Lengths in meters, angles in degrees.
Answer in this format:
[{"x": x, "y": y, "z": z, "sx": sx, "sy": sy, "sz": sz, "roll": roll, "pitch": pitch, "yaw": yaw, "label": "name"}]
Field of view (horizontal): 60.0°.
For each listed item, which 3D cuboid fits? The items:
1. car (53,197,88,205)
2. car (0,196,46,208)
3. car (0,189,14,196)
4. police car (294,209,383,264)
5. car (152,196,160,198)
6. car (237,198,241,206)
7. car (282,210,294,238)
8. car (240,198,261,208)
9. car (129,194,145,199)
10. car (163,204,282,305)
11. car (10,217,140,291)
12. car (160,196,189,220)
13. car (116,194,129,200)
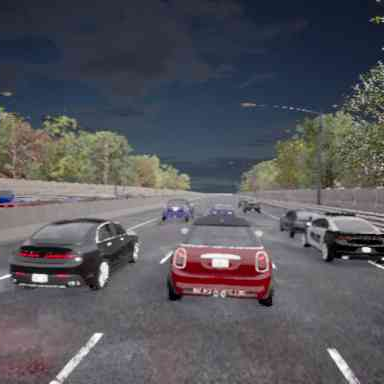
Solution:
[{"x": -11.394, "y": 1.221, "z": 31.491, "sx": 2.128, "sy": 1.511, "sz": 4.902, "roll": 1, "pitch": 0, "yaw": 5, "label": "car"}, {"x": -15.090, "y": 1.233, "z": 29.573, "sx": 1.895, "sy": 1.301, "sz": 4.718, "roll": 1, "pitch": 0, "yaw": 5, "label": "car"}, {"x": -18.523, "y": 0.765, "z": 30.338, "sx": 2.150, "sy": 2.045, "sz": 5.566, "roll": 1, "pitch": 0, "yaw": 5, "label": "car"}, {"x": 5.602, "y": 1.579, "z": 12.801, "sx": 1.930, "sy": 1.638, "sz": 5.238, "roll": 1, "pitch": 0, "yaw": 5, "label": "police car"}, {"x": -7.509, "y": 1.426, "z": 72.512, "sx": 1.895, "sy": 1.301, "sz": 4.718, "roll": 1, "pitch": 0, "yaw": 5, "label": "car"}, {"x": 8.280, "y": 1.769, "z": 53.237, "sx": 1.837, "sy": 1.490, "sz": 4.892, "roll": 1, "pitch": 0, "yaw": 5, "label": "car"}, {"x": 6.141, "y": 1.699, "z": 18.666, "sx": 1.812, "sy": 1.442, "sz": 4.674, "roll": 1, "pitch": 0, "yaw": 5, "label": "car"}, {"x": 7.010, "y": 1.720, "z": 39.303, "sx": 1.837, "sy": 1.490, "sz": 4.892, "roll": 1, "pitch": 0, "yaw": 6, "label": "car"}, {"x": -11.194, "y": 1.261, "z": 70.650, "sx": 1.837, "sy": 1.490, "sz": 4.892, "roll": 1, "pitch": 0, "yaw": 5, "label": "car"}, {"x": 0.734, "y": 1.377, "z": 8.435, "sx": 2.097, "sy": 1.767, "sz": 4.553, "roll": 1, "pitch": 0, "yaw": 5, "label": "car"}, {"x": -2.742, "y": 1.440, "z": 8.897, "sx": 1.837, "sy": 1.490, "sz": 4.892, "roll": 1, "pitch": 0, "yaw": 5, "label": "car"}, {"x": -1.054, "y": 1.345, "z": 27.139, "sx": 2.097, "sy": 1.767, "sz": 4.553, "roll": 1, "pitch": 0, "yaw": 5, "label": "car"}, {"x": -14.678, "y": 1.171, "z": 70.972, "sx": 1.837, "sy": 1.490, "sz": 4.892, "roll": 1, "pitch": 0, "yaw": 5, "label": "car"}]
